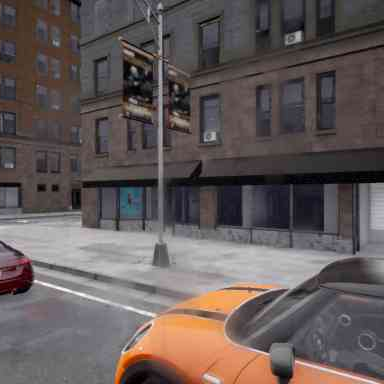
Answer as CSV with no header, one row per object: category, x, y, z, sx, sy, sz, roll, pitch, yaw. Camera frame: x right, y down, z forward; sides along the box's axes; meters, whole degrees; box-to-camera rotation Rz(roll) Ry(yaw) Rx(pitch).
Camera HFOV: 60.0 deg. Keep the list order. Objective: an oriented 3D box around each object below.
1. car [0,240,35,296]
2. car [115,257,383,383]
car,-5.456,1.564,7.558,4.181,1.385,1.994,0,0,36
car,1.486,1.352,2.627,4.553,1.767,2.097,0,0,35
